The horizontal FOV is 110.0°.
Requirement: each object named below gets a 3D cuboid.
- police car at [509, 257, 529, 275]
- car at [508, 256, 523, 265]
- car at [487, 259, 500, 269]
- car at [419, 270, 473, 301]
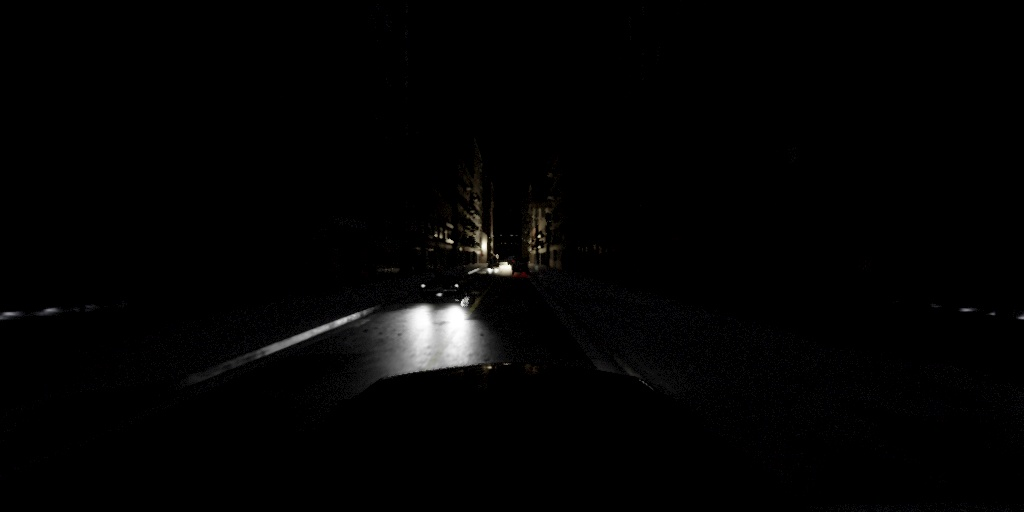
[{"bbox_3d":[0.910,1.210,39.956,1.930,1.638,5.238,0,0,0],"label":"police car"},{"bbox_3d":[0.914,1.047,55.878,2.150,2.045,5.566,0,0,0],"label":"car"},{"bbox_3d":[-3.024,1.326,59.800,2.128,1.511,4.902,0,0,1],"label":"car"},{"bbox_3d":[-3.096,1.358,17.564,1.895,1.301,4.718,0,0,0],"label":"car"}]
